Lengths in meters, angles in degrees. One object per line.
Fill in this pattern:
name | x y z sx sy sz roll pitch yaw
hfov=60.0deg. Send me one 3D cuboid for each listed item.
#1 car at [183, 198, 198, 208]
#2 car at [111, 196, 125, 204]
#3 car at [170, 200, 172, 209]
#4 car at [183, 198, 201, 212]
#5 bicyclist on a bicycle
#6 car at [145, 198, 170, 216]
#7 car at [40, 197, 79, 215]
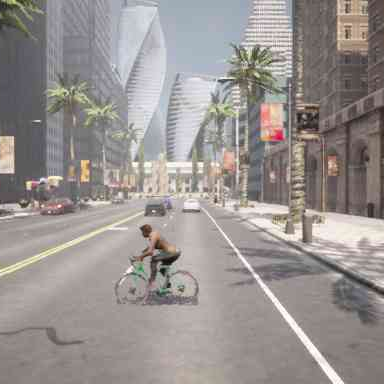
car | -0.211 1.564 47.996 1.994 1.385 4.181 0 0 -1
car | -14.103 1.481 63.534 2.231 1.521 4.892 0 0 -1
car | -3.667 1.526 44.874 1.812 1.442 4.674 0 0 -1
car | -0.083 1.526 38.148 1.812 1.442 4.674 0 0 0
bicyclist on a bicycle | -0.713 1.454 6.566 1.656 1.620 0.582 -2 0 0
car | -3.523 1.506 32.958 1.837 1.490 4.892 0 0 -1
car | -13.723 1.354 34.162 2.185 1.767 4.553 0 0 -1
